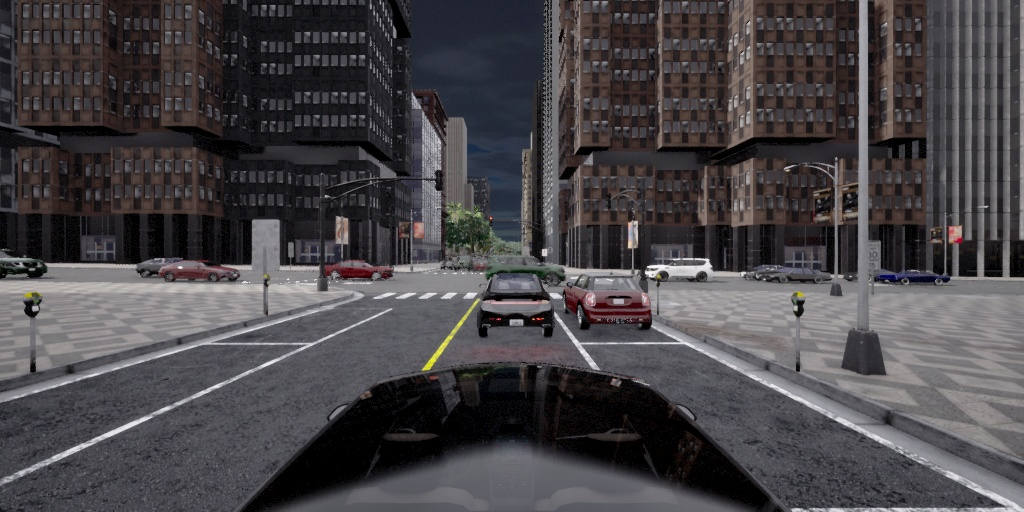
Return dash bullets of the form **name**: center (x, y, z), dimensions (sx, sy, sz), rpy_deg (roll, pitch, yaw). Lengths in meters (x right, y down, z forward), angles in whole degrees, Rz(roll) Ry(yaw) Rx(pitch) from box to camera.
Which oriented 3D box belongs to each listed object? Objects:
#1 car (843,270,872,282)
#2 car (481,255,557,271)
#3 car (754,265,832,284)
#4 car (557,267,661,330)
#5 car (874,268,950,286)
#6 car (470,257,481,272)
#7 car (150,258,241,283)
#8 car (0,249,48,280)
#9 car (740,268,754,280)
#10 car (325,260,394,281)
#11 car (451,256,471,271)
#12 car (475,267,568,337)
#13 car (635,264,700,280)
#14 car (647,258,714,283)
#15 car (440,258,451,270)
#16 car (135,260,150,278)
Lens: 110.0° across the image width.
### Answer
- **car**: center (34.730, 1.838, 34.697), dimensions (4.181, 1.385, 1.994), rpy_deg (1, 0, -1)
- **car**: center (0.900, 1.008, 24.473), dimensions (5.566, 2.045, 2.150), rpy_deg (1, 0, -1)
- **car**: center (24.750, 1.680, 31.367), dimensions (5.357, 1.411, 2.033), rpy_deg (1, 0, 0)
- **car**: center (2.735, 1.190, 11.146), dimensions (1.967, 1.591, 4.097), rpy_deg (0, 0, 0)
- **car**: center (35.075, 1.884, 31.448), dimensions (4.718, 1.301, 1.895), rpy_deg (1, 0, 0)
- **car**: center (-3.587, 1.094, 45.643), dimensions (2.097, 1.767, 4.553), rpy_deg (0, 0, 3)
- **car**: center (-21.085, 1.011, 24.269), dimensions (4.674, 1.442, 1.812), rpy_deg (1, 0, 0)
- **car**: center (-35.081, 0.506, 24.146), dimensions (5.566, 2.045, 2.150), rpy_deg (1, 0, 0)
- **car**: center (24.708, 1.620, 34.618), dimensions (4.902, 1.511, 2.128), rpy_deg (1, 0, -1)
- **car**: center (-11.704, 1.091, 27.598), dimensions (5.008, 1.535, 1.882), rpy_deg (1, 0, 0)
- **car**: center (-6.583, 0.973, 49.348), dimensions (2.150, 2.045, 5.566), rpy_deg (0, 0, 0)
- **car**: center (0.077, 1.241, 10.260), dimensions (2.128, 1.511, 4.902), rpy_deg (0, 0, -1)
- **car**: center (14.909, 1.533, 34.523), dimensions (5.357, 1.411, 2.033), rpy_deg (1, 0, 1)
- **car**: center (14.510, 1.205, 31.259), dimensions (5.566, 2.045, 2.150), rpy_deg (1, 0, 1)
- **car**: center (-9.280, 1.324, 52.450), dimensions (1.948, 1.339, 4.313), rpy_deg (0, 0, -1)
- **car**: center (-25.797, 0.908, 27.477), dimensions (4.902, 1.511, 2.128), rpy_deg (1, 0, -1)
